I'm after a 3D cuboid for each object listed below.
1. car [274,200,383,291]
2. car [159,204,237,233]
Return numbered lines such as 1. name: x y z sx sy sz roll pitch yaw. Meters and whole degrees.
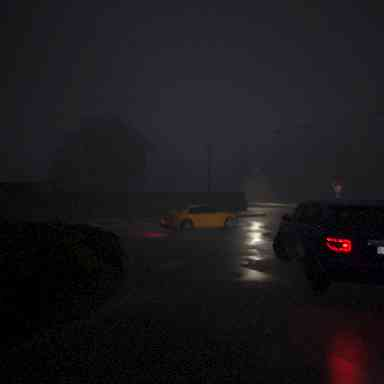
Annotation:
1. car: 3.858 1.226 9.083 2.150 2.045 5.566 0 0 3
2. car: 0.446 1.495 20.075 5.008 1.535 1.882 0 0 -32
